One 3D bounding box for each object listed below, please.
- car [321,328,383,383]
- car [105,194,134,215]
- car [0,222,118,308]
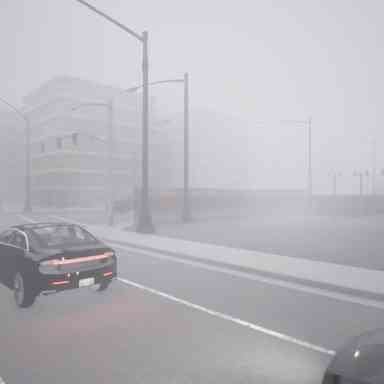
[{"bbox_3d":[3.182,1.505,1.596,4.892,1.490,1.837,0,0,38],"label":"car"},{"bbox_3d":[-6.288,1.221,35.015,5.566,2.045,2.150,0,0,-44],"label":"car"},{"bbox_3d":[-3.658,1.492,8.056,2.128,1.511,4.902,0,0,-43],"label":"car"}]
